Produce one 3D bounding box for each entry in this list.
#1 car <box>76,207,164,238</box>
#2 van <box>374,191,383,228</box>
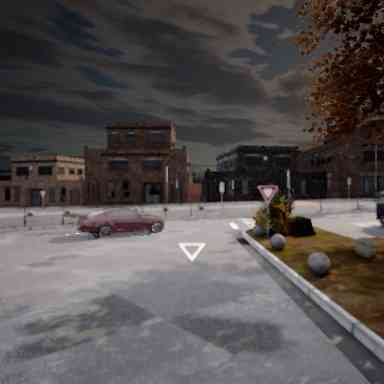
[{"bbox_3d":[-3.702,1.536,17.646,4.674,1.442,1.812,0,0,-35],"label":"car"},{"bbox_3d":[10.987,0.896,16.722,1.878,1.987,4.442,-3,1,1],"label":"van"}]
